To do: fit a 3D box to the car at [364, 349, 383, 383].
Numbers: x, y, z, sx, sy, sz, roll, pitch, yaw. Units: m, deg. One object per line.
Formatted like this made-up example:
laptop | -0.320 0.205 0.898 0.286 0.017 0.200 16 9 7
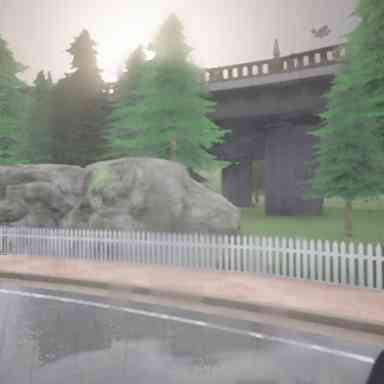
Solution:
car | 3.470 1.505 1.138 5.357 1.411 2.033 -1 0 37
